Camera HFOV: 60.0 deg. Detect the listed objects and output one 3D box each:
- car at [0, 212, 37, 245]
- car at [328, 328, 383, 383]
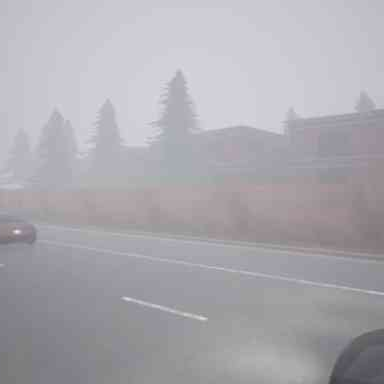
[{"bbox_3d":[-8.584,1.556,14.434,4.181,1.385,1.994,0,0,36],"label":"car"},{"bbox_3d":[3.267,1.506,1.661,4.892,1.490,1.837,0,0,36],"label":"car"}]
